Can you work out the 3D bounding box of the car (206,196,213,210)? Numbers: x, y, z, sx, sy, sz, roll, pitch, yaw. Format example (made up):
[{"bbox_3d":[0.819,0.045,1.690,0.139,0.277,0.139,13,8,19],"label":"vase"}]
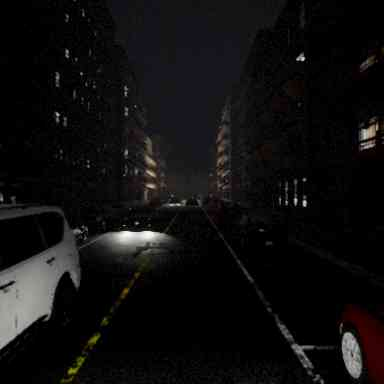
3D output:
[{"bbox_3d":[3.008,1.466,38.847,1.801,1.575,5.366,0,0,0],"label":"car"}]

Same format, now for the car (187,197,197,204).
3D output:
[{"bbox_3d":[0.014,1.637,67.028,1.895,1.301,4.718,0,0,0],"label":"car"}]

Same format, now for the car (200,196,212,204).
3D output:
[{"bbox_3d":[2.715,1.570,64.738,2.008,1.369,4.403,1,0,0],"label":"car"}]

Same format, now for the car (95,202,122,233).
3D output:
[{"bbox_3d":[-5.672,1.443,19.487,1.967,1.590,4.097,1,0,0],"label":"car"}]

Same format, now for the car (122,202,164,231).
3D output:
[{"bbox_3d":[-3.094,1.567,20.672,1.994,1.385,4.181,0,0,0],"label":"car"}]

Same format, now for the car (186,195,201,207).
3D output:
[{"bbox_3d":[0.011,1.579,51.965,1.994,1.385,4.181,0,0,0],"label":"car"}]

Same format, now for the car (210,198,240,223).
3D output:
[{"bbox_3d":[2.709,1.445,25.106,1.967,1.590,4.097,1,0,0],"label":"car"}]

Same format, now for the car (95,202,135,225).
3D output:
[{"bbox_3d":[-5.673,1.555,25.148,2.008,1.369,4.403,1,0,0],"label":"car"}]

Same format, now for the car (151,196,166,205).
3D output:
[{"bbox_3d":[-5.667,1.559,53.458,1.887,1.381,4.507,1,0,0],"label":"car"}]

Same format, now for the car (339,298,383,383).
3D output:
[{"bbox_3d":[2.703,1.545,2.460,1.887,1.381,4.507,1,0,0],"label":"car"}]

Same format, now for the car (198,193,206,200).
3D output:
[{"bbox_3d":[2.724,1.353,93.047,2.192,1.841,5.009,1,0,0],"label":"car"}]

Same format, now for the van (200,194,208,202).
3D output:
[{"bbox_3d":[2.720,1.367,76.062,1.690,1.788,3.998,1,0,0],"label":"van"}]

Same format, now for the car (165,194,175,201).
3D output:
[{"bbox_3d":[-5.657,1.349,87.427,2.192,1.841,5.009,1,0,0],"label":"car"}]

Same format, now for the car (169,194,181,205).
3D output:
[{"bbox_3d":[-3.027,1.583,61.226,1.994,1.385,4.181,0,0,1],"label":"car"}]

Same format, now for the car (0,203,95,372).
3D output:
[{"bbox_3d":[-3.056,1.219,3.745,2.150,2.045,5.566,0,0,1],"label":"car"}]

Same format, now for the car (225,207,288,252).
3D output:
[{"bbox_3d":[2.705,1.553,13.783,2.008,1.369,4.403,1,0,0],"label":"car"}]

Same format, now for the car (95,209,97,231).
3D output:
[{"bbox_3d":[-5.675,1.568,13.825,1.947,1.339,4.313,1,0,0],"label":"car"}]

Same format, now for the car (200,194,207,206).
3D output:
[{"bbox_3d":[2.715,1.455,53.416,1.967,1.590,4.097,1,0,0],"label":"car"}]

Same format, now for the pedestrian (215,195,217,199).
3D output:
[{"bbox_3d":[3.009,1.305,41.854,0.375,1.860,0.375,1,-1,-3],"label":"pedestrian"}]

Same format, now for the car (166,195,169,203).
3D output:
[{"bbox_3d":[-5.666,1.542,58.949,1.752,1.417,4.829,1,0,0],"label":"car"}]
